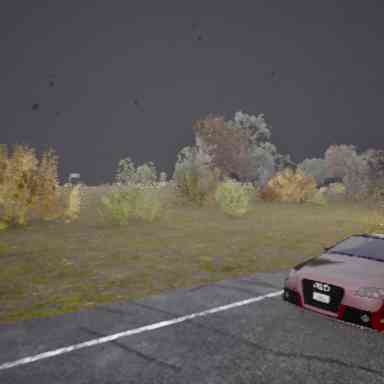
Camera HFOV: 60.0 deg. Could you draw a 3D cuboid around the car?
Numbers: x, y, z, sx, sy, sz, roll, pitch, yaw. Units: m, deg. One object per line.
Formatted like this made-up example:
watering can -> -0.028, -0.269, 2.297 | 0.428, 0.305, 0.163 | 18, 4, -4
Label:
car -> 3.768, 1.567, 6.679 | 4.181, 1.385, 1.994 | 0, 0, -35
